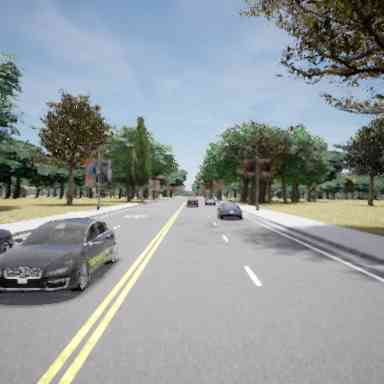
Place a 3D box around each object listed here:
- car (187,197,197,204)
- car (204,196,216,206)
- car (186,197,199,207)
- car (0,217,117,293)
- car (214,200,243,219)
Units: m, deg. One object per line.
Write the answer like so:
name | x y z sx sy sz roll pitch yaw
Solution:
car | 0.007 1.736 68.526 2.033 1.411 5.357 0 0 0
car | 3.260 1.620 59.769 2.033 1.649 4.856 0 -1 0
car | 0.107 1.598 54.326 1.882 1.535 5.008 0 -1 0
car | -3.337 1.508 8.981 1.837 1.490 4.892 0 0 0
car | 3.268 1.615 29.307 1.994 1.385 4.181 0 0 0
